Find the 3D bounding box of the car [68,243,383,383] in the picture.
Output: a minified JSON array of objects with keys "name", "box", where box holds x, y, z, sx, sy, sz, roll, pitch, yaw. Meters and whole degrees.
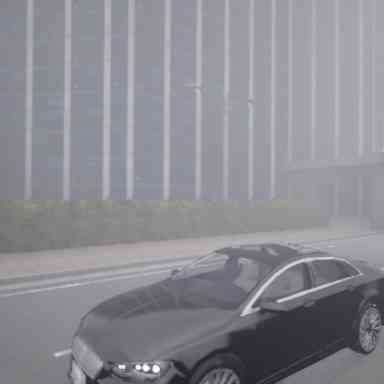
[{"name":"car","box":[0.893,1.542,4.645,4.902,1.511,2.128,1,-1,-36]}]
